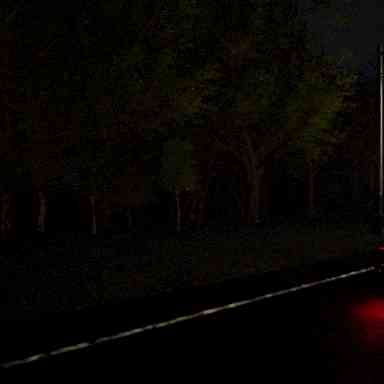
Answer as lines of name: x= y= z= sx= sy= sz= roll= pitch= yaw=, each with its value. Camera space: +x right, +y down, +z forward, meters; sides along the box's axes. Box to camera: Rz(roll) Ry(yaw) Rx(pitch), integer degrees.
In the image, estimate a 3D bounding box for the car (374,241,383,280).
car: x=6.570 y=1.502 z=8.553 sx=4.892 sy=1.490 sz=1.837 roll=1 pitch=0 yaw=-35
